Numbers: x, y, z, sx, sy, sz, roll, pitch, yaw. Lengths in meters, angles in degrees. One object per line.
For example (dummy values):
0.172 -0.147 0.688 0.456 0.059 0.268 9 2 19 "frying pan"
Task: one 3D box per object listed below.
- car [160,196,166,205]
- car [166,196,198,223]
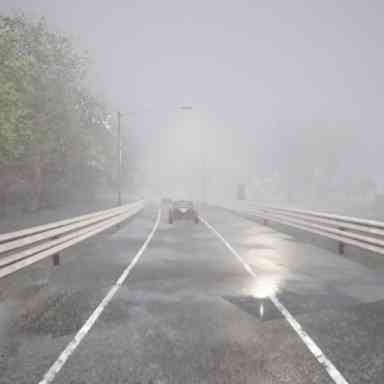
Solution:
-4.654 1.446 59.340 1.882 1.535 5.008 0 0 -10 "car"
-0.754 1.347 25.547 2.097 1.767 4.553 0 0 -4 "car"
